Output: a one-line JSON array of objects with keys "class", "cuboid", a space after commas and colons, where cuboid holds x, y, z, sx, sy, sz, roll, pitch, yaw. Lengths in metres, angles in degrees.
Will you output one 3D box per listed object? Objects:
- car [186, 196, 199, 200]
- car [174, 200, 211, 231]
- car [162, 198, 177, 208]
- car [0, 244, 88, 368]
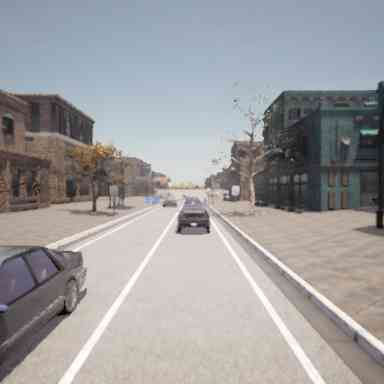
[{"class": "car", "cuboid": [0.103, 1.298, 39.355, 2.097, 1.767, 4.553, 0, 0, 0]}, {"class": "car", "cuboid": [0.101, 1.481, 20.196, 1.837, 1.490, 4.892, 0, 0, 0]}, {"class": "car", "cuboid": [-3.076, 1.517, 46.973, 1.994, 1.385, 4.181, 0, -1, 0]}, {"class": "car", "cuboid": [-3.100, 1.546, 4.791, 2.033, 1.411, 5.357, 0, 0, 0]}]
